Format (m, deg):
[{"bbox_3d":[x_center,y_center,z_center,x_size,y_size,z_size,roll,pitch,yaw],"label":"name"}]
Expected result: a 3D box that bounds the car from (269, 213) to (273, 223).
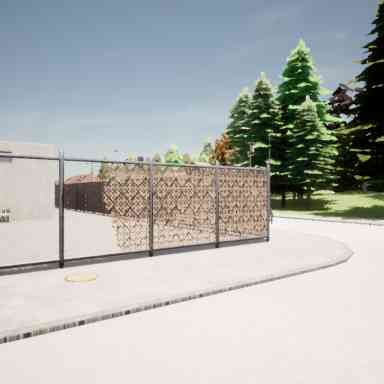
[{"bbox_3d":[3.748,1.564,23.832,1.994,1.385,4.181,0,0,-36],"label":"car"}]
